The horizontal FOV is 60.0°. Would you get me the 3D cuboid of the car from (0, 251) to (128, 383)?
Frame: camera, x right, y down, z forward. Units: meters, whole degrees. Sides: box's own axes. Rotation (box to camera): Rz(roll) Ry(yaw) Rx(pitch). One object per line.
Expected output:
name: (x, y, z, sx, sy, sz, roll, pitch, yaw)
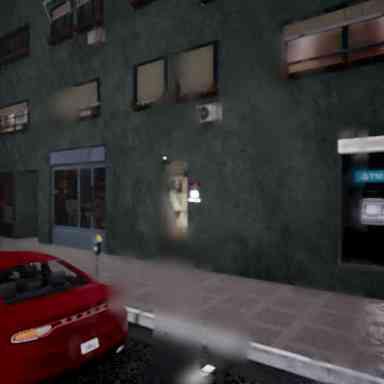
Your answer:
car: (-2.942, 1.570, 4.961, 4.507, 1.381, 1.887, 0, 0, 35)
